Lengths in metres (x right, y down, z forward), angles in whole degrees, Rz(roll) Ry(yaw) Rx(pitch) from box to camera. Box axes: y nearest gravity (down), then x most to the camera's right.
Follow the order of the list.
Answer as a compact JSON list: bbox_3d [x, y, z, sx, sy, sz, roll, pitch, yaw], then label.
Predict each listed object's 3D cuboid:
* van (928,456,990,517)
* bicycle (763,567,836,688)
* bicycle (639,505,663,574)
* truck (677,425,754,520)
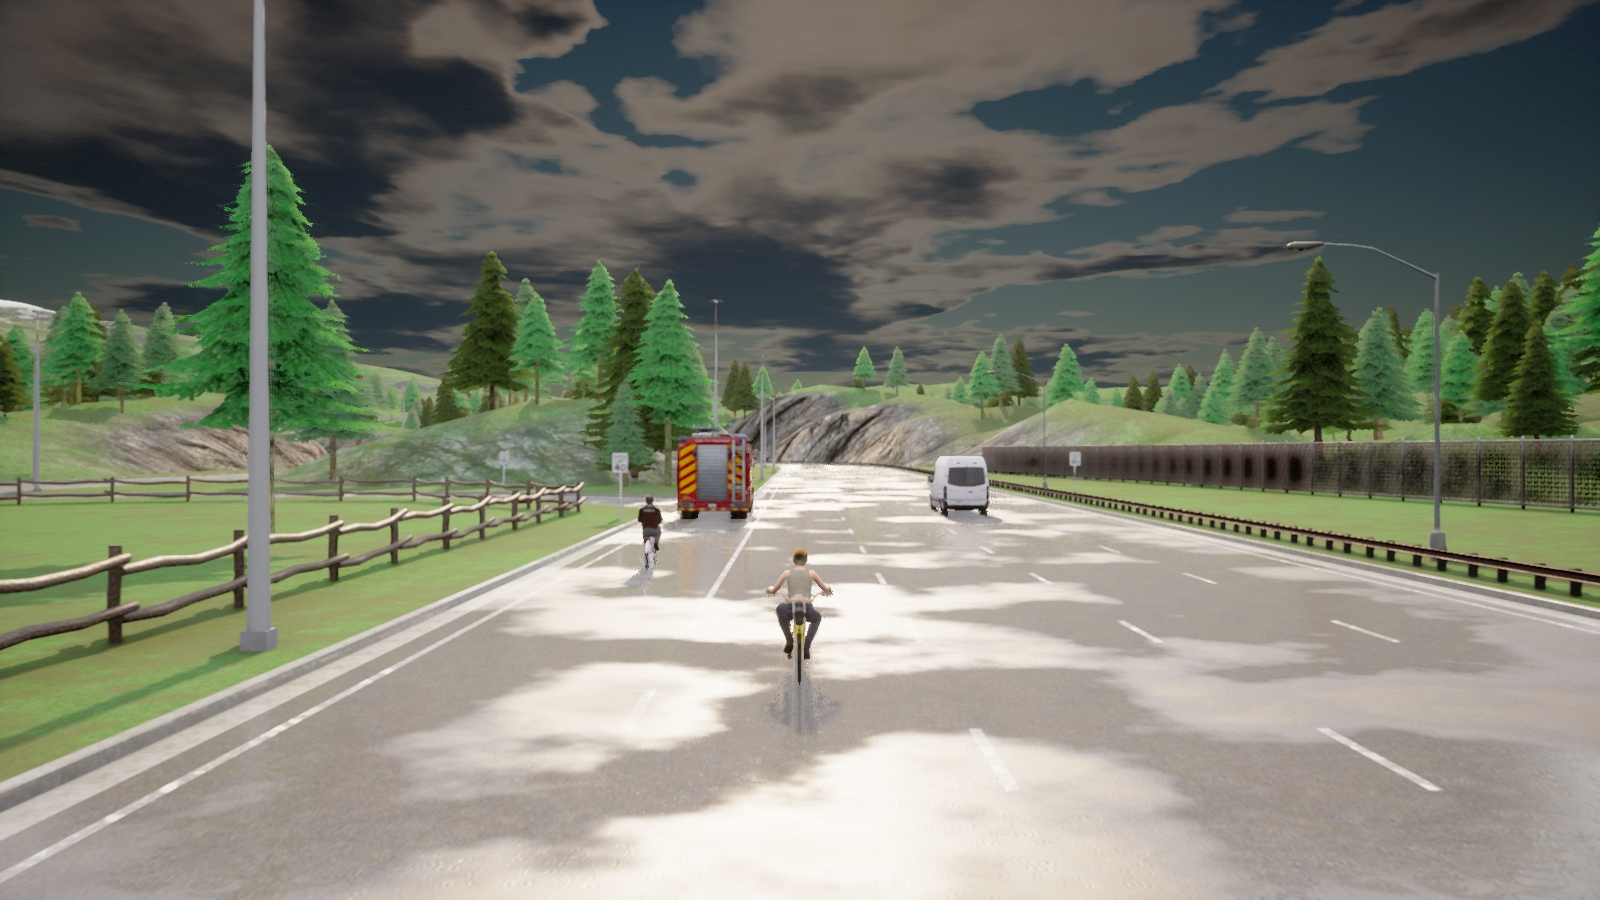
[{"bbox_3d":[7.029,1.559,51.086,1.988,2.561,5.915,0,0,0],"label":"van"},{"bbox_3d":[-0.004,2.165,14.225,0.859,1.276,1.487,0,0,0],"label":"bicycle"},{"bbox_3d":[-3.487,2.073,26.793,0.329,1.471,1.835,0,0,0],"label":"bicycle"},{"bbox_3d":[-3.561,0.914,50.086,2.891,3.827,8.468,0,0,-1],"label":"truck"}]
